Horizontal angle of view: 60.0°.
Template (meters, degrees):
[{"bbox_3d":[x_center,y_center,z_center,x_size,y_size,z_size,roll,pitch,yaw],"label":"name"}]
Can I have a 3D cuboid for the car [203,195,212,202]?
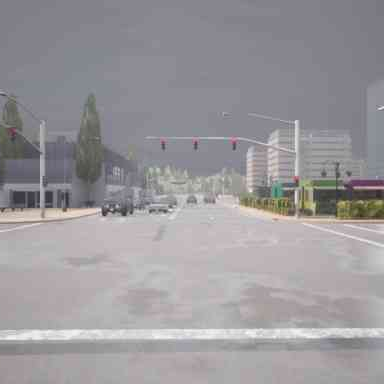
[{"bbox_3d":[3.484,1.397,73.938,1.812,1.442,4.674,0,0,0],"label":"car"}]

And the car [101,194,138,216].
[{"bbox_3d":[-7.121,1.221,32.443,2.150,2.045,5.566,0,0,1],"label":"car"}]

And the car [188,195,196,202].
[{"bbox_3d":[-0.016,1.372,73.936,1.837,1.490,4.892,0,0,0],"label":"car"}]

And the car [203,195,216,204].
[{"bbox_3d":[3.486,1.491,63.663,2.128,1.511,4.902,0,0,0],"label":"car"}]

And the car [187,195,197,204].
[{"bbox_3d":[-0.014,1.491,63.662,2.128,1.511,4.902,0,0,0],"label":"car"}]

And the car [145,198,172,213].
[{"bbox_3d":[-3.609,1.601,36.785,1.895,1.301,4.718,0,0,0],"label":"car"}]

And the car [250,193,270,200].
[{"bbox_3d":[17.750,1.153,86.834,4.605,1.855,1.932,0,0,-2],"label":"car"}]

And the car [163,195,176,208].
[{"bbox_3d":[-3.608,1.505,46.100,1.837,1.490,4.892,0,0,0],"label":"car"}]

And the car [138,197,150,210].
[{"bbox_3d":[-7.109,1.491,42.331,2.128,1.511,4.902,0,0,0],"label":"car"}]

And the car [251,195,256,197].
[{"bbox_3d":[17.770,1.156,83.939,3.866,1.878,1.905,0,0,-2],"label":"car"}]
